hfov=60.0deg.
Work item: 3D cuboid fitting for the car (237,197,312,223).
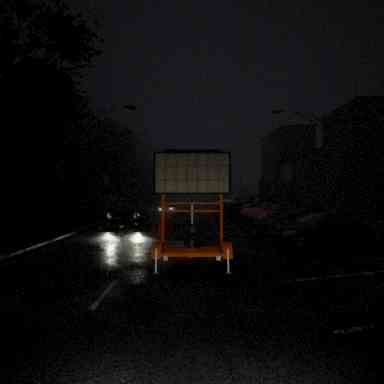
[{"bbox_3d":[5.372,1.366,19.820,4.553,1.767,2.185,1,0,-20],"label":"car"}]

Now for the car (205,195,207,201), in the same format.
[{"bbox_3d":[5.535,1.392,70.886,5.566,2.045,2.435,1,0,-20],"label":"car"}]

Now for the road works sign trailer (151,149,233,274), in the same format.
[{"bbox_3d":[0.007,0.465,10.537,2.380,3.560,2.880,0,0,0],"label":"road works sign trailer"}]

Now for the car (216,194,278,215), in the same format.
[{"bbox_3d":[5.367,1.252,28.796,5.566,2.045,2.435,1,0,-20],"label":"car"}]

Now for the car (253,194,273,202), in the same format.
[{"bbox_3d":[18.531,1.464,86.854,2.435,2.045,5.566,0,0,-21],"label":"car"}]

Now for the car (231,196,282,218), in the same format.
[{"bbox_3d":[5.384,1.370,22.821,4.553,1.767,2.185,1,0,-20],"label":"car"}]

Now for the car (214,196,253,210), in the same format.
[{"bbox_3d":[5.417,1.414,43.827,4.553,1.767,2.185,1,0,-20],"label":"car"}]

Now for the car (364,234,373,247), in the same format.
[{"bbox_3d":[5.313,1.487,4.808,4.892,1.521,2.231,1,0,-20],"label":"car"}]

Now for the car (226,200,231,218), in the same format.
[{"bbox_3d":[5.360,1.539,25.818,4.674,1.452,2.002,1,0,-20],"label":"car"}]

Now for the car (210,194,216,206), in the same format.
[{"bbox_3d":[5.397,1.271,37.813,5.566,2.045,2.435,1,0,-20],"label":"car"}]

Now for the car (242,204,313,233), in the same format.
[{"bbox_3d":[5.301,1.518,16.800,4.792,1.488,2.163,1,0,-20],"label":"car"}]

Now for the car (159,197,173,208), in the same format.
[{"bbox_3d":[-3.916,1.556,50.511,1.882,1.535,5.008,0,0,0],"label":"car"}]

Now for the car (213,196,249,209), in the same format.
[{"bbox_3d":[5.430,1.424,46.828,4.553,1.767,2.185,1,0,-20],"label":"car"}]

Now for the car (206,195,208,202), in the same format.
[{"bbox_3d":[5.486,1.584,55.848,5.008,1.535,2.097,1,-1,-20],"label":"car"}]

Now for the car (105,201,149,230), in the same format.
[{"bbox_3d":[-3.950,1.359,20.881,2.097,1.767,4.553,0,0,0],"label":"car"}]

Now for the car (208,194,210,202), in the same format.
[{"bbox_3d":[5.518,1.447,52.845,4.553,1.767,2.185,1,0,-20],"label":"car"}]

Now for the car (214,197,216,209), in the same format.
[{"bbox_3d":[5.217,1.503,31.754,5.366,1.575,1.946,1,0,-20],"label":"car"}]

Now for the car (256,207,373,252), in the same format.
[{"bbox_3d":[5.322,1.528,13.808,4.674,1.452,2.002,1,0,-20],"label":"car"}]

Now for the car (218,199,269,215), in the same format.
[{"bbox_3d":[5.377,1.545,34.811,4.792,1.488,2.163,1,0,-20],"label":"car"}]
